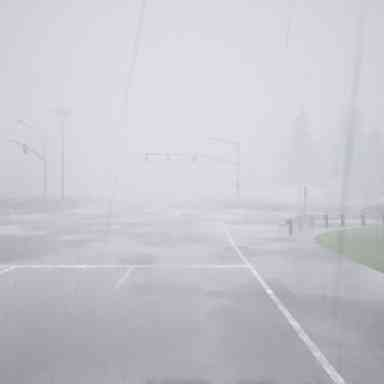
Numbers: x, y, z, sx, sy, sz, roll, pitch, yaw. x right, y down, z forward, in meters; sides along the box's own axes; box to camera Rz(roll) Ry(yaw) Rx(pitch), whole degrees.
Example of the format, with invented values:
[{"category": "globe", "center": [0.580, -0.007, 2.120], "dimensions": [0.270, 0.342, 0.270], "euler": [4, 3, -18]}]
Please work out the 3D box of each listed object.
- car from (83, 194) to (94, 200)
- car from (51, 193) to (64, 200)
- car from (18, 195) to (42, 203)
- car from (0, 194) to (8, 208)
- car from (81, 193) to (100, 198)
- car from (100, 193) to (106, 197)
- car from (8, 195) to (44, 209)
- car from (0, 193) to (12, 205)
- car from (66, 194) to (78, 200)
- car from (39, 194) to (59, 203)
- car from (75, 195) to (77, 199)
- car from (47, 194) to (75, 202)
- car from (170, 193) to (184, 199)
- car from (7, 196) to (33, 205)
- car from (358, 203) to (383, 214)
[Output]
[{"category": "car", "center": [-26.352, 1.191, 84.445], "dimensions": [2.033, 1.411, 5.357], "euler": [0, 0, -10]}, {"category": "car", "center": [-32.781, 1.143, 81.054], "dimensions": [1.882, 1.535, 5.008], "euler": [0, 0, -10]}, {"category": "car", "center": [-31.587, 1.276, 65.146], "dimensions": [2.033, 1.411, 5.357], "euler": [0, 0, 0]}, {"category": "car", "center": [-24.659, 1.376, 44.043], "dimensions": [2.033, 1.411, 5.357], "euler": [0, 0, 0]}, {"category": "car", "center": [-21.094, 1.079, 67.944], "dimensions": [2.097, 1.767, 4.553], "euler": [0, 0, 0]}, {"category": "car", "center": [-23.369, 1.118, 86.980], "dimensions": [1.882, 1.535, 5.008], "euler": [0, 0, -14]}, {"category": "car", "center": [-21.154, 1.360, 42.721], "dimensions": [1.812, 1.442, 4.674], "euler": [0, 0, 0]}, {"category": "car", "center": [-31.635, 1.136, 54.329], "dimensions": [2.097, 1.767, 4.553], "euler": [0, 0, 0]}, {"category": "car", "center": [-29.197, 1.218, 81.056], "dimensions": [1.994, 1.385, 4.181], "euler": [0, 0, -10]}, {"category": "car", "center": [-28.087, 1.235, 65.382], "dimensions": [1.837, 1.490, 4.892], "euler": [0, 0, 0]}, {"category": "car", "center": [-24.585, 1.288, 65.216], "dimensions": [1.994, 1.385, 4.181], "euler": [0, 0, 0]}, {"category": "car", "center": [-21.156, 1.290, 54.053], "dimensions": [1.837, 1.490, 4.892], "euler": [0, 0, 0]}, {"category": "car", "center": [-3.891, 0.959, 95.132], "dimensions": [2.097, 1.767, 4.553], "euler": [0, 0, -18]}, {"category": "car", "center": [-28.127, 1.346, 54.603], "dimensions": [1.994, 1.385, 4.181], "euler": [0, 0, 2]}, {"category": "car", "center": [17.374, 1.386, 29.274], "dimensions": [4.902, 1.511, 2.128], "euler": [0, 0, 8]}]
